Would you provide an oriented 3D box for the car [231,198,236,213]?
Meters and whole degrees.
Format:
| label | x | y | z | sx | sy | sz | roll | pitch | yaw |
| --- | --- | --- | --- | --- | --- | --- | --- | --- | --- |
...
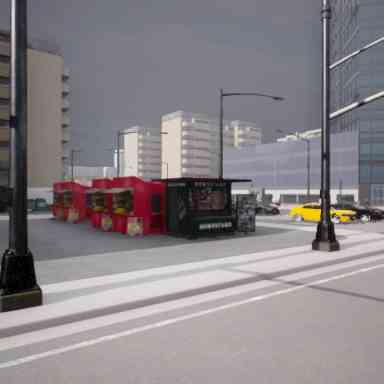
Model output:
| label | x | y | z | sx | sy | sz | roll | pitch | yaw |
| --- | --- | --- | --- | --- | --- | --- | --- | --- | --- |
| car | 3.128 | 1.473 | 34.766 | 2.150 | 2.045 | 5.566 | 0 | -1 | -36 |

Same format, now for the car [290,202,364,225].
| label | x | y | z | sx | sy | sz | roll | pitch | yaw |
| --- | --- | --- | --- | --- | --- | --- | --- | --- | --- |
| car | 9.927 | 1.591 | 25.388 | 1.882 | 1.535 | 5.008 | 0 | -1 | -37 |

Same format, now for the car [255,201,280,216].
| label | x | y | z | sx | sy | sz | roll | pitch | yaw |
| --- | --- | --- | --- | --- | --- | --- | --- | --- | --- |
| car | 7.186 | 1.789 | 35.133 | 1.994 | 1.385 | 4.181 | 0 | -1 | -36 |

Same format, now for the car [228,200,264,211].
| label | x | y | z | sx | sy | sz | roll | pitch | yaw |
| --- | --- | --- | --- | --- | --- | --- | --- | --- | --- |
| car | 7.542 | 1.856 | 46.891 | 2.128 | 1.511 | 4.902 | 0 | -1 | -36 |

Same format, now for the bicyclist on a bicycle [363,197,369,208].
| label | x | y | z | sx | sy | sz | roll | pitch | yaw |
| --- | --- | --- | --- | --- | --- | --- | --- | --- | --- |
| bicyclist on a bicycle | 22.225 | 1.502 | 42.459 | 1.656 | 1.620 | 0.582 | 0 | 0 | -36 |

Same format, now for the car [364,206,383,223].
| label | x | y | z | sx | sy | sz | roll | pitch | yaw |
| --- | --- | --- | --- | --- | --- | --- | --- | --- | --- |
| car | 13.012 | 1.592 | 27.105 | 1.882 | 1.535 | 5.008 | 0 | -1 | -36 |
